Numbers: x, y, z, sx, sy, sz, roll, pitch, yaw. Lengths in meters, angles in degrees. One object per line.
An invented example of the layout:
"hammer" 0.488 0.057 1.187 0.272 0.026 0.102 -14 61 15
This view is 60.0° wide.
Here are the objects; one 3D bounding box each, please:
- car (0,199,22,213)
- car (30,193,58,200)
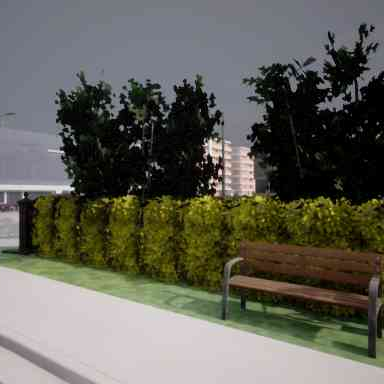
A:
"car" -19.074 1.502 37.557 2.033 1.411 5.357 0 0 35
"car" -15.249 1.167 36.886 2.150 2.045 5.566 0 0 36
